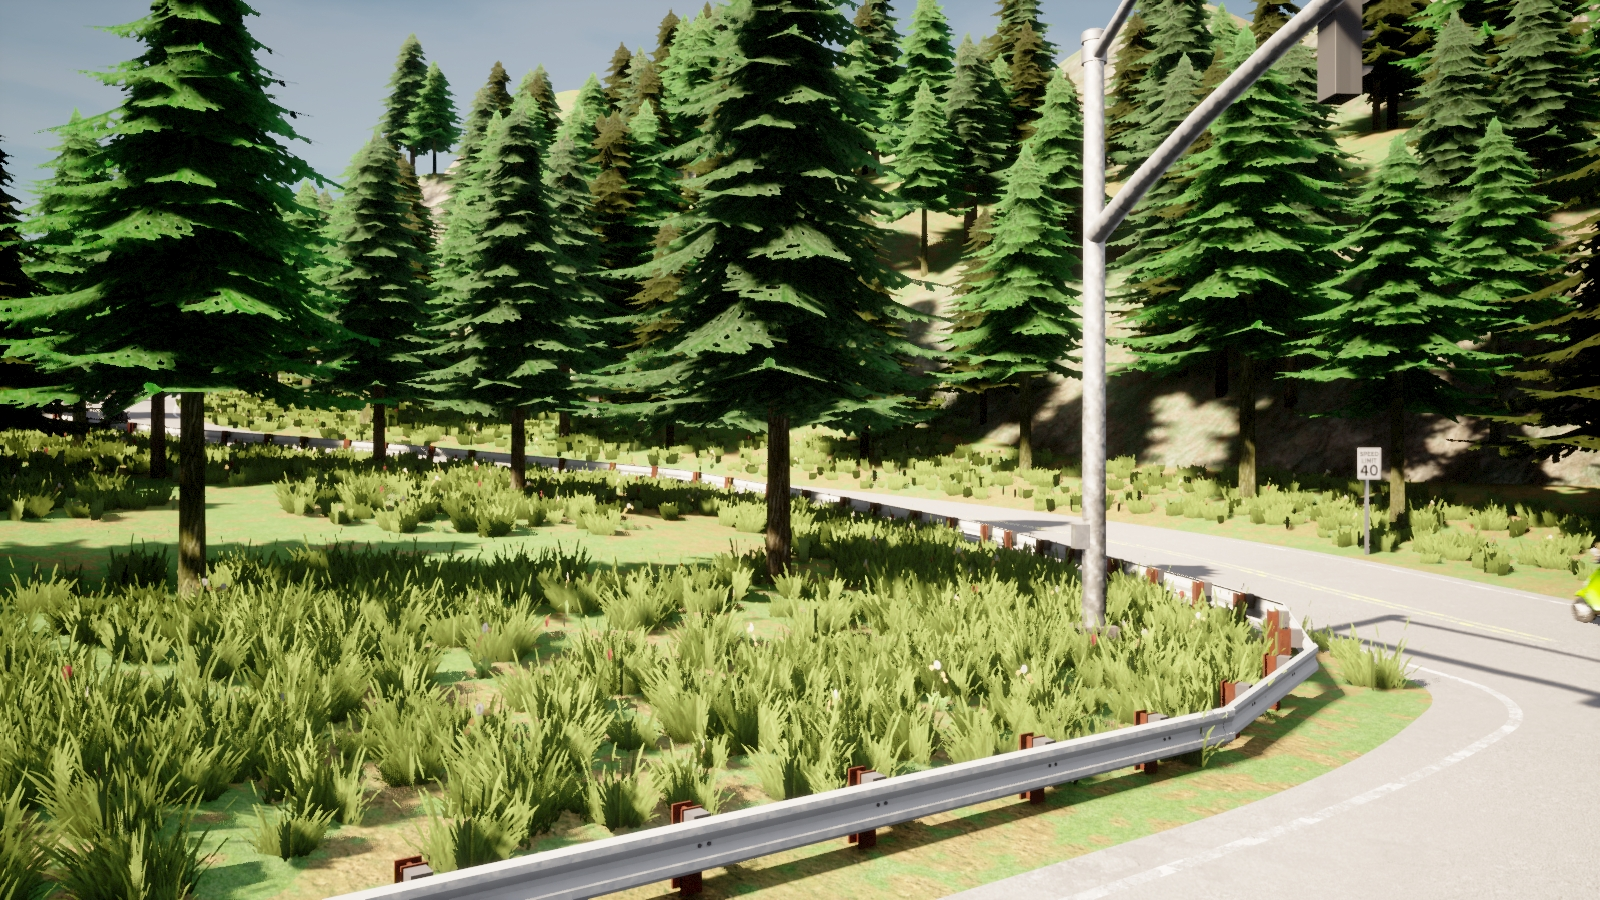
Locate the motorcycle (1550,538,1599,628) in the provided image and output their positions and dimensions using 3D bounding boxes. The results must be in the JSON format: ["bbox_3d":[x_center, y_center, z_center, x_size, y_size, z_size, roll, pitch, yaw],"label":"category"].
[{"bbox_3d":[12.742,2.094,17.591,0.856,1.316,1.805,2,0,-17],"label":"motorcycle"}]
